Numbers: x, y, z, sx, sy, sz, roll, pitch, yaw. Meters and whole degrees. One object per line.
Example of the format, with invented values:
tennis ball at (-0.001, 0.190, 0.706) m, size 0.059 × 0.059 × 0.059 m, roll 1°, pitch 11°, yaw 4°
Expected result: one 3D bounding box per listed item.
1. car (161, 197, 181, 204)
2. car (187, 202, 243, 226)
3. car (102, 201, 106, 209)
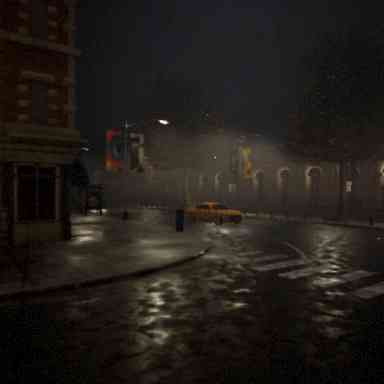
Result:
car at (-4.085, 1.703, 64.649) m, size 1.895 × 1.301 × 4.718 m, roll 0°, pitch 0°, yaw -35°
car at (1.587, 1.525, 24.189) m, size 1.882 × 1.535 × 5.008 m, roll 0°, pitch 0°, yaw -35°
car at (-13.338, 1.615, 45.797) m, size 1.994 × 1.385 × 4.181 m, roll 0°, pitch 0°, yaw -35°
